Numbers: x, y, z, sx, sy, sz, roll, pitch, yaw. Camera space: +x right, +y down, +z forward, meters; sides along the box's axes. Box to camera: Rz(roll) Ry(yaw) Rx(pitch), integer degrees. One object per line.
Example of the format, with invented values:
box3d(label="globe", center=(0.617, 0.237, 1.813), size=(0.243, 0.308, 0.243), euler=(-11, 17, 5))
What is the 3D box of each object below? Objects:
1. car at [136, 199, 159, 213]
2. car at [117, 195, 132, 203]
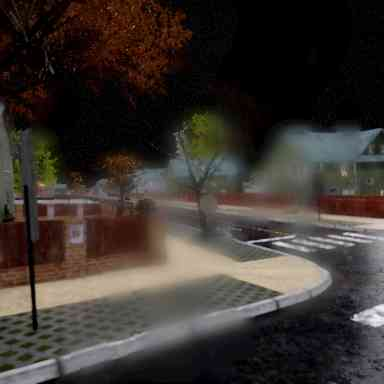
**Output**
box3d(label="car", center=(-5.313, 1.671, 39.409), size=(1.837, 1.490, 4.892), euler=(-3, 1, -22))
box3d(label="car", center=(-10.948, 1.310, 53.707), size=(1.837, 1.490, 4.892), euler=(-3, 1, -22))
